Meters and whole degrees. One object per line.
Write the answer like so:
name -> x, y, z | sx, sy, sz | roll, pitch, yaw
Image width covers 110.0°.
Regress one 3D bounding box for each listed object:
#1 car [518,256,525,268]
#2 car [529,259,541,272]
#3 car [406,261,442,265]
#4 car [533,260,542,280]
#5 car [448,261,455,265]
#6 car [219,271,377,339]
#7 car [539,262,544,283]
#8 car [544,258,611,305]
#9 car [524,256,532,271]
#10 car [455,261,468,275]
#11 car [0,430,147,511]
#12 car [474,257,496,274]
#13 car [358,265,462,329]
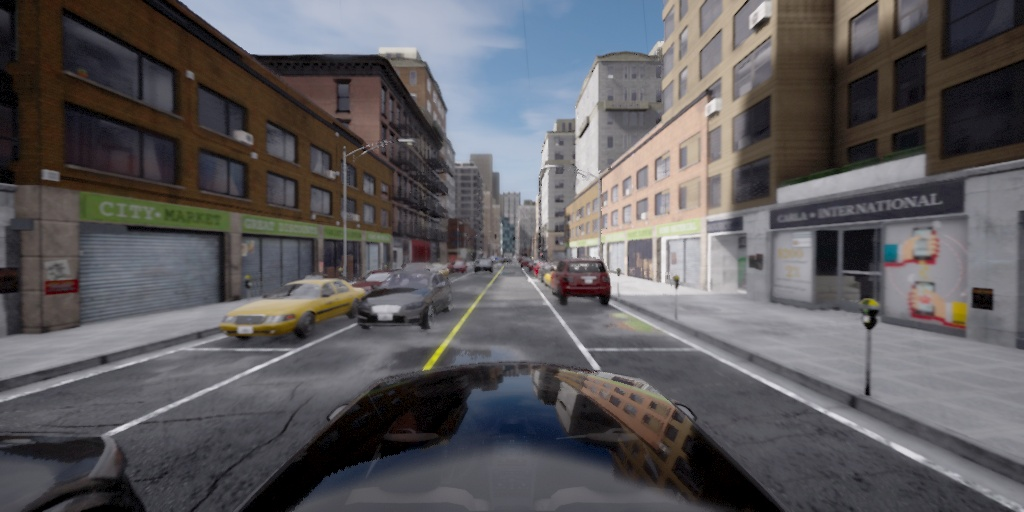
car -> 2.394, 0.962, 56.075 | 2.097, 1.767, 4.553 | 0, 0, 0
car -> 2.861, 1.199, 32.194 | 1.888, 1.381, 4.507 | 0, 0, 0
car -> -5.667, 1.122, 21.202 | 1.967, 1.591, 4.097 | 0, 0, 0
car -> 2.860, 1.218, 26.697 | 2.007, 1.370, 4.403 | 0, 0, 0
car -> -5.666, 1.192, 26.528 | 1.751, 1.417, 4.829 | 0, 0, 0
car -> -5.668, 1.243, 10.038 | 1.751, 1.417, 4.829 | 0, 0, 0
car -> 2.859, 1.208, 21.371 | 1.751, 1.417, 4.829 | 0, 0, 0
car -> 2.859, 1.014, 15.704 | 2.192, 1.841, 5.009 | 0, 0, 0
car -> 2.862, 1.070, 43.187 | 1.967, 1.591, 4.097 | 0, 0, 0
car -> -5.664, 1.186, 37.691 | 1.888, 1.381, 4.507 | 0, 0, 0
car -> -3.101, 1.320, 0.291 | 1.994, 1.385, 4.181 | 0, 0, 0
car -> -3.084, 1.115, 39.862 | 1.882, 1.535, 5.008 | 0, 0, 0
car -> -3.058, 1.206, 11.130 | 2.128, 1.511, 4.902 | 0, 0, 0
